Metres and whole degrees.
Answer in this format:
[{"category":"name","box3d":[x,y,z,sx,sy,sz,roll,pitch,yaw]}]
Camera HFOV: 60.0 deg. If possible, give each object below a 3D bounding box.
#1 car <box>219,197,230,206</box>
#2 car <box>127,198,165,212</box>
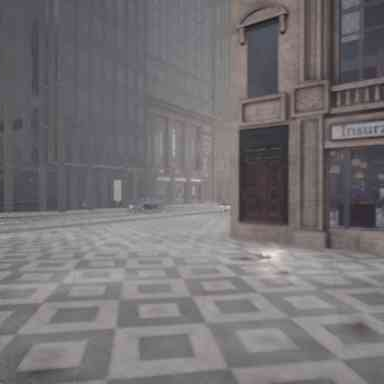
[{"category":"car","box3d":[6.042,1.500,52.631,1.994,1.385,4.181,0,0,36]},{"category":"car","box3d":[-5.068,1.430,37.241,2.128,1.511,4.902,0,0,36]}]
